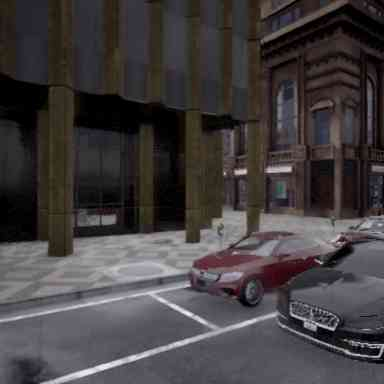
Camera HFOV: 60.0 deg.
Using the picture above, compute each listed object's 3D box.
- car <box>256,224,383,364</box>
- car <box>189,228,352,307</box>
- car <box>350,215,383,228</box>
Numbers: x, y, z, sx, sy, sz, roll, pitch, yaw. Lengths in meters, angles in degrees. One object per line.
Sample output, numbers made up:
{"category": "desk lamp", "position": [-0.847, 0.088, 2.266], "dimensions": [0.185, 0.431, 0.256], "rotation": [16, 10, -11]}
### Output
{"category": "car", "position": [3.580, 1.551, 5.913], "dimensions": [4.892, 1.490, 1.837], "rotation": [-1, 0, -35]}
{"category": "car", "position": [1.895, 1.630, 8.007], "dimensions": [4.206, 1.307, 1.802], "rotation": [1, -1, -36]}
{"category": "car", "position": [6.508, 1.537, 11.300], "dimensions": [4.097, 1.590, 1.967], "rotation": [1, -1, -36]}
